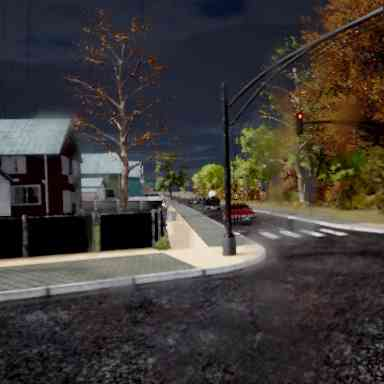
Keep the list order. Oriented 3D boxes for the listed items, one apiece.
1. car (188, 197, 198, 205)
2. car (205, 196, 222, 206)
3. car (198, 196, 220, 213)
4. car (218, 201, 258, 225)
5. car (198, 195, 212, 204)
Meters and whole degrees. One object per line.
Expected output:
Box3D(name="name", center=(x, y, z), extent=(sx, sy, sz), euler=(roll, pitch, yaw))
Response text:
Box3D(name="car", center=(0.354, 1.568, 59.424), extent=(2.128, 1.511, 4.902), euler=(-2, 0, -5))
Box3D(name="car", center=(3.548, 1.481, 55.686), extent=(1.837, 1.490, 4.892), euler=(-2, 0, -6))
Box3D(name="car", center=(2.196, 1.585, 39.103), extent=(1.812, 1.442, 4.674), euler=(-2, 0, -5))
Box3D(name="car", center=(3.526, 1.575, 25.073), extent=(1.812, 1.442, 4.674), euler=(-2, 0, -5))
Box3D(name="car", center=(2.504, 1.480, 65.908), extent=(2.128, 1.511, 4.902), euler=(-2, 0, -5))
